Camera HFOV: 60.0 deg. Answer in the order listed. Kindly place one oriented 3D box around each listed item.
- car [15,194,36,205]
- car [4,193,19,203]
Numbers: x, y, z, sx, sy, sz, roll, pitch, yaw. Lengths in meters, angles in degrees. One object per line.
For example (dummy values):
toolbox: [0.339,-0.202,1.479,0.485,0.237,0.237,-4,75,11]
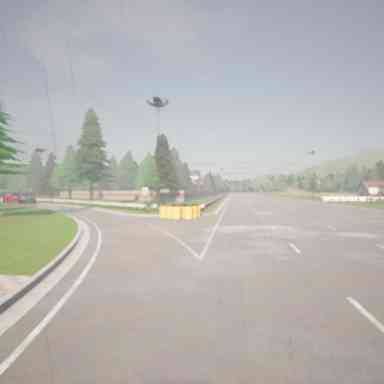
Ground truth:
car: [-30.670,1.583,62.183,2.128,1.511,4.902,0,0,-43]
car: [-37.702,1.240,69.827,2.150,2.045,5.566,0,0,-43]
